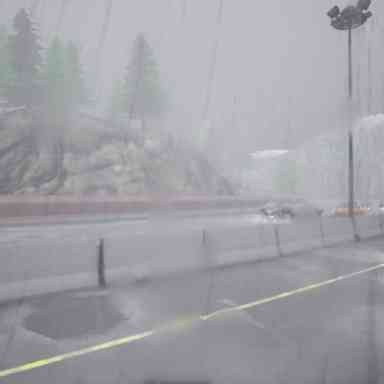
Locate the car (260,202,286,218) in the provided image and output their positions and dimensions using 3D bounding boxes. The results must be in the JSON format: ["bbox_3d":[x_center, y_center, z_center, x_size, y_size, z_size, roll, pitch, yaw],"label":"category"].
[{"bbox_3d":[9.575,1.960,35.999,2.128,1.511,4.902,-1,-1,42],"label":"car"}]

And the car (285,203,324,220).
[{"bbox_3d":[11.482,1.927,32.897,1.837,1.490,4.892,-1,-1,43],"label":"car"}]

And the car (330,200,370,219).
[{"bbox_3d":[14.746,1.743,31.293,2.097,1.767,4.553,-1,-1,42],"label":"car"}]

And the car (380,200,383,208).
[{"bbox_3d":[38.002,2.267,65.311,2.128,1.511,4.902,-1,-1,27],"label":"car"}]

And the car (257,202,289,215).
[{"bbox_3d":[10.396,2.027,42.182,1.882,1.535,5.008,-1,-1,41],"label":"car"}]

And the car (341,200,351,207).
[{"bbox_3d":[32.406,2.364,69.813,1.812,1.442,4.674,0,-1,25],"label":"car"}]
